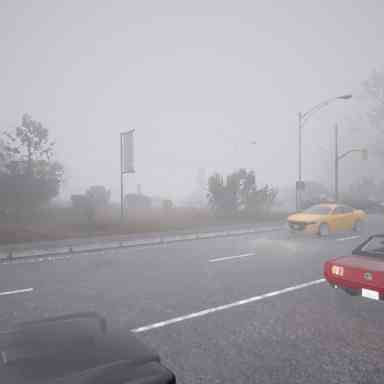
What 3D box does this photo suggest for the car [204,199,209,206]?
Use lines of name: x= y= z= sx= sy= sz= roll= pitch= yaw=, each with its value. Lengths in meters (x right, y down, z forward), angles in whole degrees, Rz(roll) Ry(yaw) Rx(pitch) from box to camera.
car: x=3.984 y=1.369 z=43.782 sx=1.994 sy=1.385 sz=4.181 roll=-1 pitch=0 yaw=-39

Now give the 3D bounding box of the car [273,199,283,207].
car: x=9.448 y=1.129 z=42.573 sx=2.097 sy=1.767 sz=4.553 roll=-1 pitch=0 yaw=-39

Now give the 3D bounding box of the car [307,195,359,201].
car: x=13.062 y=1.277 z=32.500 sx=1.882 sy=1.535 sz=5.008 roll=-1 pitch=0 yaw=-39

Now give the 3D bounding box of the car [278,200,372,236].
car: x=7.095 y=1.389 z=17.506 sx=5.008 sy=1.535 sz=1.882 roll=-1 pitch=0 yaw=-34

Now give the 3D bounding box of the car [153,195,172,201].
car: x=-6.684 y=1.328 z=74.005 sx=1.895 sy=1.301 sz=4.718 roll=-1 pitch=0 yaw=-38

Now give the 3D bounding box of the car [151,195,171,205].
car: x=-5.341 y=1.290 z=55.405 sx=1.882 sy=1.535 sz=5.008 roll=-1 pitch=0 yaw=-39

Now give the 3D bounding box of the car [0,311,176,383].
car: x=-2.376 y=1.601 z=2.041 sx=4.718 sy=1.301 sz=1.895 roll=0 pitch=0 yaw=-36

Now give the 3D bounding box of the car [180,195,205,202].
car: x=0.046 y=1.275 z=65.737 sx=2.033 sy=1.411 sz=5.357 roll=-1 pitch=0 yaw=-38

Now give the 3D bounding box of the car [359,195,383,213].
car: x=17.302 y=1.119 z=33.267 sx=2.097 sy=1.767 sz=4.553 roll=-1 pitch=0 yaw=-42

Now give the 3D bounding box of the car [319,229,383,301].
car: x=5.072 y=1.570 z=7.378 sx=4.718 sy=1.301 sz=1.895 roll=0 pitch=0 yaw=-36

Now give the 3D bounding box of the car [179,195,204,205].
car: x=0.020 y=1.383 z=54.306 sx=1.895 sy=1.301 sz=4.718 roll=-1 pitch=0 yaw=-39
